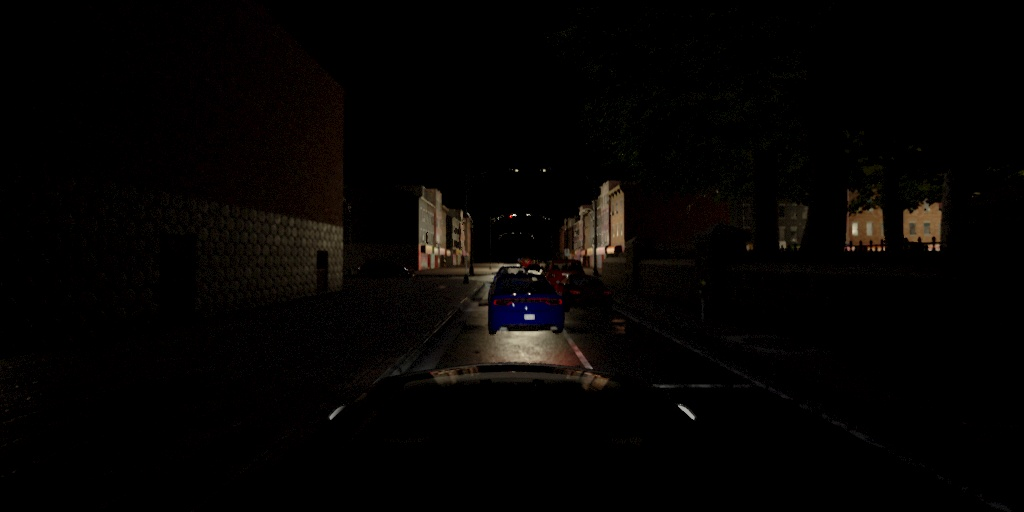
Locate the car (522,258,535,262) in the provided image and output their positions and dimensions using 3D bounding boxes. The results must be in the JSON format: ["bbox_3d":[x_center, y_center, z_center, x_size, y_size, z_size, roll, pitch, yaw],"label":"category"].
[{"bbox_3d":[2.606,1.330,45.645,1.888,1.381,4.507,0,0,0],"label":"car"}]

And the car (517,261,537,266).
[{"bbox_3d":[0.058,1.228,18.259,1.882,1.535,5.008,0,0,1],"label":"car"}]

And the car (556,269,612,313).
[{"bbox_3d":[2.629,1.331,13.767,1.802,1.307,4.207,0,0,0],"label":"car"}]

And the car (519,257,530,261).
[{"bbox_3d":[2.594,1.367,61.956,1.888,1.381,4.507,0,0,0],"label":"car"}]

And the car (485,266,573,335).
[{"bbox_3d":[0.230,1.226,10.567,1.882,1.535,5.008,0,0,-4],"label":"car"}]

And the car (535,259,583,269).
[{"bbox_3d":[2.625,1.066,19.216,2.192,1.841,5.009,0,0,0],"label":"car"}]

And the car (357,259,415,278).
[{"bbox_3d":[-10.700,1.081,30.785,4.553,1.767,2.097,0,-1,0],"label":"car"}]
